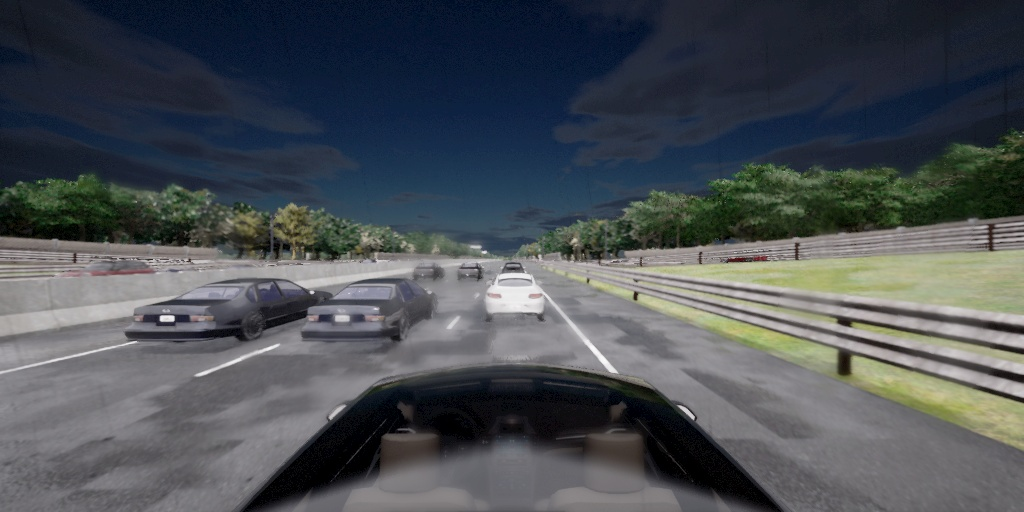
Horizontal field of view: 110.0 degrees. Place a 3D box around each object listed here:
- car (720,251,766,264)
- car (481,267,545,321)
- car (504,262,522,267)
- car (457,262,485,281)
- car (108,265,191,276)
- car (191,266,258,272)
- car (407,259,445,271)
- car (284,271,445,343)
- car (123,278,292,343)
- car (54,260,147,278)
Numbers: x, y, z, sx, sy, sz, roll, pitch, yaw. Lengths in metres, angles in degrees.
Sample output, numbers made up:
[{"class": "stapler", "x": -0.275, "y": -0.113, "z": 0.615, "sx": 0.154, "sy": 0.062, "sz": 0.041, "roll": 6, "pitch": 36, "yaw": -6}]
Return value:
[{"class": "car", "x": 25.732, "y": 0.054, "z": 40.166, "sx": 2.097, "sy": 1.767, "sz": 4.553, "roll": 0, "pitch": -3, "yaw": -15}, {"class": "car", "x": 0.099, "y": 1.282, "z": 12.350, "sx": 1.812, "sy": 1.442, "sz": 4.674, "roll": 0, "pitch": 0, "yaw": 0}, {"class": "car", "x": 0.098, "y": 1.286, "z": 30.388, "sx": 1.837, "sy": 1.490, "sz": 4.892, "roll": 0, "pitch": 0, "yaw": 0}, {"class": "car", "x": -3.402, "y": 1.273, "z": 30.205, "sx": 2.128, "sy": 1.511, "sz": 4.902, "roll": 0, "pitch": 0, "yaw": 0}, {"class": "car", "x": -21.100, "y": 1.369, "z": 22.031, "sx": 1.895, "sy": 1.301, "sz": 4.718, "roll": 0, "pitch": 0, "yaw": 0}, {"class": "car", "x": -17.599, "y": 1.334, "z": 23.025, "sx": 1.994, "sy": 1.385, "sz": 4.181, "roll": 0, "pitch": 0, "yaw": 0}, {"class": "car", "x": -6.902, "y": 1.273, "z": 30.180, "sx": 2.128, "sy": 1.511, "sz": 4.902, "roll": 0, "pitch": 0, "yaw": 0}, {"class": "car", "x": -3.401, "y": 1.302, "z": 9.688, "sx": 2.033, "sy": 1.411, "sz": 5.357, "roll": 0, "pitch": 0, "yaw": 0}, {"class": "car", "x": -6.901, "y": 1.302, "z": 9.681, "sx": 2.033, "sy": 1.411, "sz": 5.357, "roll": 0, "pitch": 0, "yaw": 0}, {"class": "car", "x": -24.599, "y": 1.121, "z": 21.870, "sx": 2.097, "sy": 1.767, "sz": 4.553, "roll": 0, "pitch": 0, "yaw": 0}]
